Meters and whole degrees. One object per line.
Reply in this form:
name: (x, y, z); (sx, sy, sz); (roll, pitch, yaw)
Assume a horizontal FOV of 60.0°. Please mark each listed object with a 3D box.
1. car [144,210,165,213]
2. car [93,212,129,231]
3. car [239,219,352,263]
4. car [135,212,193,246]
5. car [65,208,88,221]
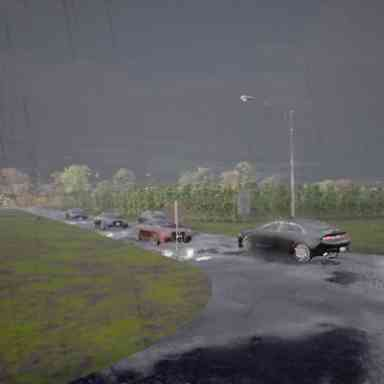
car: (-3.019, 2.207, 26.504); (1.837, 1.490, 4.892); (0, -1, -29)
car: (-6.673, 2.319, 27.186); (1.994, 1.385, 4.181); (0, -1, -30)
car: (3.930, 1.844, 13.601); (2.128, 1.511, 4.902); (-2, -1, -34)
car: (-1.635, 2.077, 18.397); (1.994, 1.385, 4.181); (0, -1, -30)
car: (-13.811, 2.641, 39.491); (2.033, 1.411, 5.357); (0, -1, -30)
